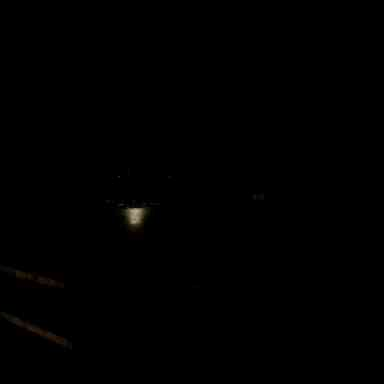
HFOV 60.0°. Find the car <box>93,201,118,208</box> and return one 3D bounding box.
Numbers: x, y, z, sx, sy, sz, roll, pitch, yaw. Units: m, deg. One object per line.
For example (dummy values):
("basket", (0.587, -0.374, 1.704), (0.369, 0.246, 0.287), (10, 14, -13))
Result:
("car", (-17.302, 2.418, 66.997), (2.033, 1.411, 5.357), (0, -1, 36))
